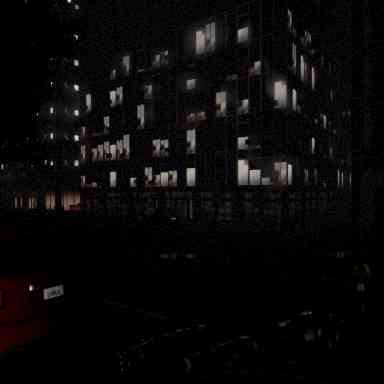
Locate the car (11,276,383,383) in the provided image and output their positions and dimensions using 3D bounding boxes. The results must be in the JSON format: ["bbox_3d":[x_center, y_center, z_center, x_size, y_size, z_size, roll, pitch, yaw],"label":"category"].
[{"bbox_3d":[0.850,1.566,2.272,4.313,1.339,1.947,0,0,36],"label":"car"}]

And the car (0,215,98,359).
[{"bbox_3d":[-3.645,1.315,5.481,5.009,1.841,2.192,0,0,36],"label":"car"}]
